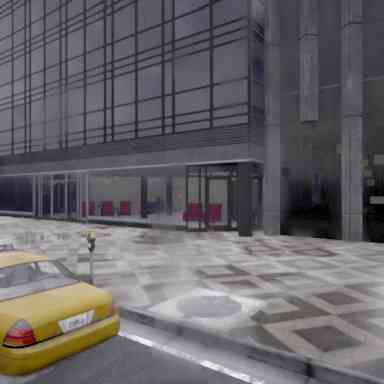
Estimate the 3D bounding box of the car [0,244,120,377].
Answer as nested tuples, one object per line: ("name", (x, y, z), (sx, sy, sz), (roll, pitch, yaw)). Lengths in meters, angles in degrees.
("car", (-3.246, 1.523, 5.406), (4.829, 1.417, 1.752), (0, 0, 37))
